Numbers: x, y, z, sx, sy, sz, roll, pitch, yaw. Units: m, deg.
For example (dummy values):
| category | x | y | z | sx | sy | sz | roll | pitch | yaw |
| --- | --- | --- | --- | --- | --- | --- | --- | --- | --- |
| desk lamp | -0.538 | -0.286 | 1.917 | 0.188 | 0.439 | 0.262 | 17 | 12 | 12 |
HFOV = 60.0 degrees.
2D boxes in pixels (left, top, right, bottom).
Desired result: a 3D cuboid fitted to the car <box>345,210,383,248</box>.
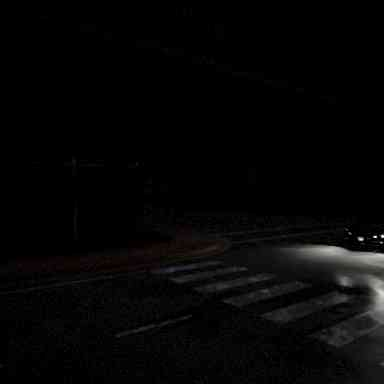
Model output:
| category | x | y | z | sx | sy | sz | roll | pitch | yaw |
| --- | --- | --- | --- | --- | --- | --- | --- | --- | --- |
| car | 8.431 | 1.549 | 14.081 | 4.892 | 1.490 | 1.837 | 0 | 0 | -35 |
